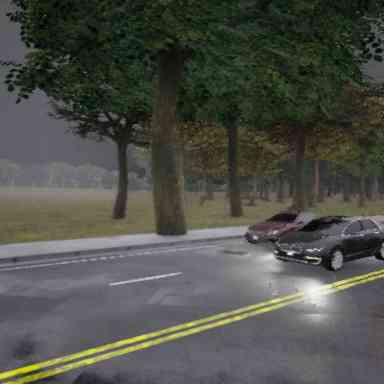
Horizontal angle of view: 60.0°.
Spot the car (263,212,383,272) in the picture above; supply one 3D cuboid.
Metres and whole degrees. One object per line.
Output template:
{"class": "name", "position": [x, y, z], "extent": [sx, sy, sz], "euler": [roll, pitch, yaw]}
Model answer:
{"class": "car", "position": [4.840, 1.557, 11.125], "extent": [4.892, 1.490, 1.837], "euler": [0, 0, -35]}

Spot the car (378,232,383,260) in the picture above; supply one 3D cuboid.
{"class": "car", "position": [6.853, 1.653, 8.323], "extent": [4.718, 1.301, 1.895], "euler": [0, 0, -35]}

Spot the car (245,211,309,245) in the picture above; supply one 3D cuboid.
{"class": "car", "position": [4.466, 1.587, 14.849], "extent": [4.674, 1.442, 1.812], "euler": [0, 0, -35]}
